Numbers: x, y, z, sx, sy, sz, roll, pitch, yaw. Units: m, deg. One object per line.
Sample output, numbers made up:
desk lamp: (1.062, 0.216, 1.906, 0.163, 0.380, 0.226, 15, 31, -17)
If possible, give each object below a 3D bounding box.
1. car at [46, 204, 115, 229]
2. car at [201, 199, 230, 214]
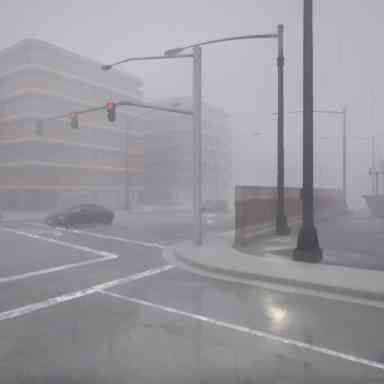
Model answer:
car: (-7.179, 1.525, 21.825, 1.812, 1.442, 4.674, 0, 0, 35)
car: (2.340, 1.506, 35.633, 1.837, 1.490, 4.892, 0, 0, 35)
